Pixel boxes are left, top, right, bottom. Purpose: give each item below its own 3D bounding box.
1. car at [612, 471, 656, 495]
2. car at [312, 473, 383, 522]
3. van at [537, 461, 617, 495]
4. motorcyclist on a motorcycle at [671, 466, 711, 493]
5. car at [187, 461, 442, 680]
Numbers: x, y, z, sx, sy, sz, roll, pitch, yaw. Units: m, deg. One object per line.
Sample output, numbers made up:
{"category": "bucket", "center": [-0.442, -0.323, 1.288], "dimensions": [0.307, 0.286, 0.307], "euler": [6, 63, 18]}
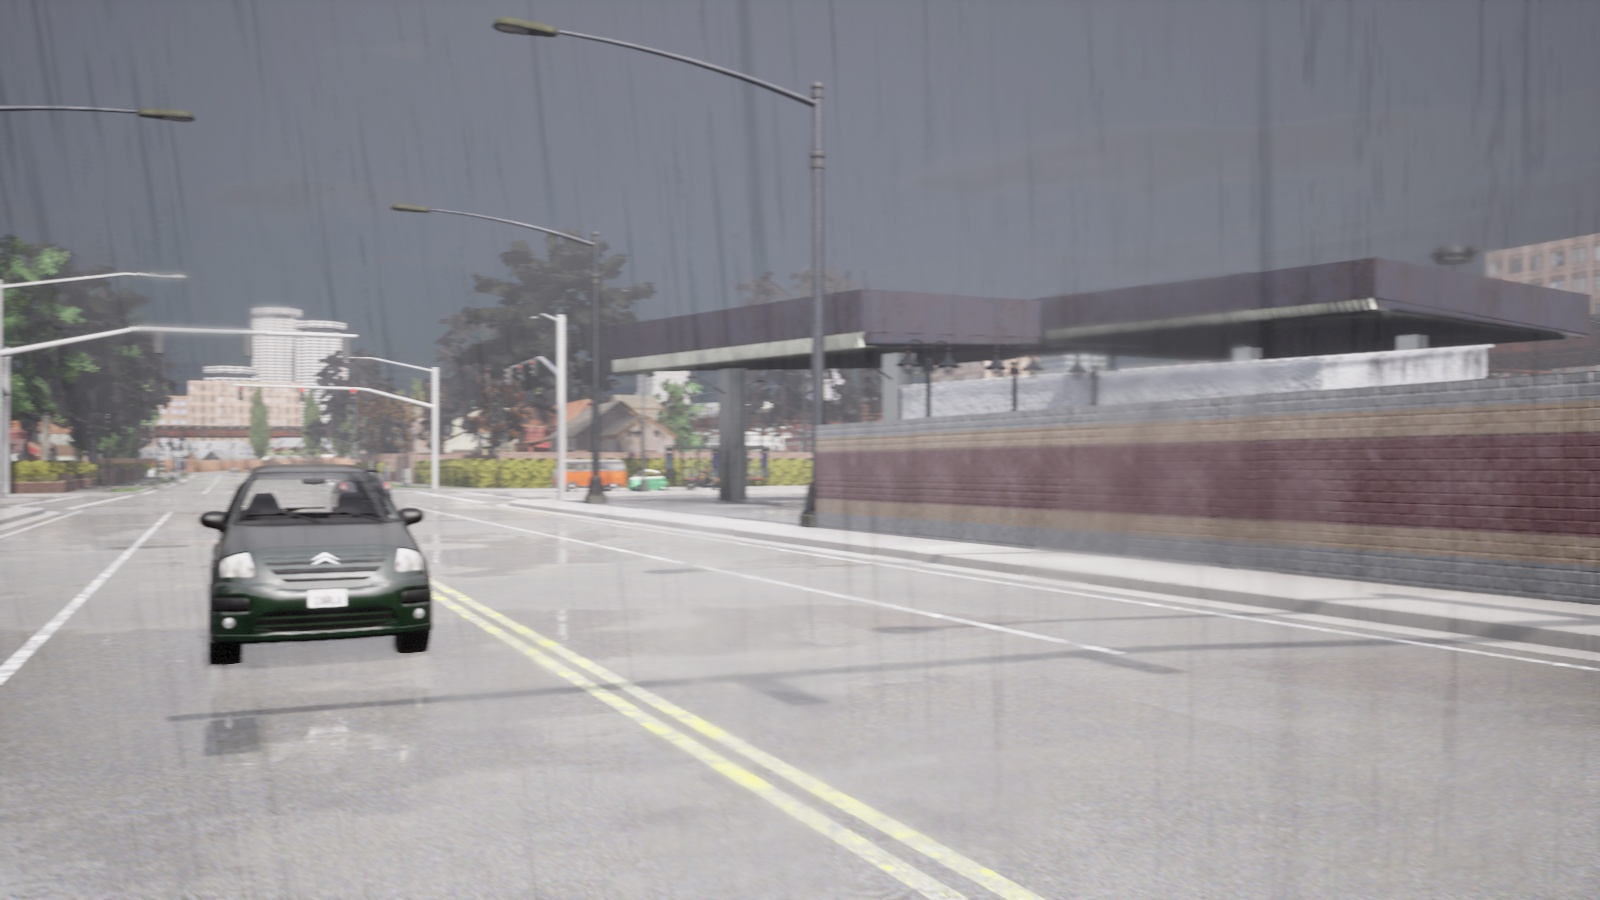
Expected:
{"category": "car", "center": [-9.749, 1.921, 73.536], "dimensions": [2.207, 1.376, 1.481], "euler": [0, -1, -25]}
{"category": "car", "center": [-15.048, 1.538, 41.686], "dimensions": [1.845, 1.501, 3.633], "euler": [0, -1, -25]}
{"category": "van", "center": [-13.451, 1.686, 75.699], "dimensions": [4.442, 1.987, 1.775], "euler": [0, -1, -24]}
{"category": "motorcyclist on a motorcycle", "center": [-6.806, 1.850, 78.727], "dimensions": [2.350, 1.649, 0.766], "euler": [0, -1, -25]}
{"category": "car", "center": [-4.600, 0.932, 11.580], "dimensions": [1.851, 1.617, 3.988], "euler": [0, -1, -25]}
